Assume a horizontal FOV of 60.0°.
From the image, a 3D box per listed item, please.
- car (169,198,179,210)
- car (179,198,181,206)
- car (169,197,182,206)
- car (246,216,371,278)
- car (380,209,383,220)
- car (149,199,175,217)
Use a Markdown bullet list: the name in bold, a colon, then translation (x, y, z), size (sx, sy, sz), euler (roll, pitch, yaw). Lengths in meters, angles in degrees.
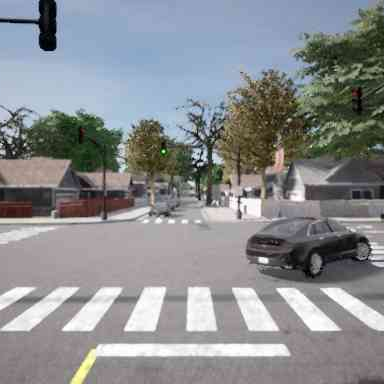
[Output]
- **car**: translation (-3.045, 1.713, 43.382), size (1.837, 1.490, 4.892), euler (0, 0, 0)
- **car**: translation (-3.073, 1.753, 53.542), size (2.128, 1.511, 4.902), euler (0, 0, 0)
- **car**: translation (-3.101, 1.810, 63.799), size (2.128, 1.511, 4.902), euler (0, 0, 0)
- **car**: translation (3.742, 1.526, 10.379), size (4.892, 1.490, 1.837), euler (-1, -2, -40)
- **car**: translation (15.454, 1.210, 21.739), size (5.566, 2.045, 2.150), euler (0, 0, 0)
- **car**: translation (-3.115, 1.682, 33.310), size (1.812, 1.442, 4.674), euler (0, 0, 2)
